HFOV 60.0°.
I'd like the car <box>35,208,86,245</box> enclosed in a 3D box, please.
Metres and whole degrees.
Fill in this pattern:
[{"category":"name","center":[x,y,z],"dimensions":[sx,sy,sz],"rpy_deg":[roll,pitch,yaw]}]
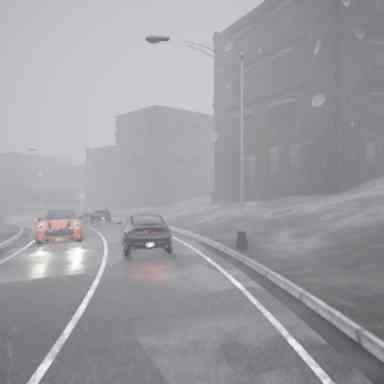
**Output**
[{"category":"car","center":[-6.833,1.643,17.375],"dimensions":[2.097,1.767,4.553],"rpy_deg":[-1,-1,-20]}]

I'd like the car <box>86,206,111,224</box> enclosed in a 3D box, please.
[{"category":"car","center":[-8.841,2.088,30.560],"dimensions":[1.837,1.490,4.892],"rpy_deg":[-1,-1,-30]}]

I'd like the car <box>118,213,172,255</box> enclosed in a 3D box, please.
[{"category":"car","center":[-2.041,1.644,14.113],"dimensions":[1.837,1.490,4.892],"rpy_deg":[-1,-1,-14]}]
